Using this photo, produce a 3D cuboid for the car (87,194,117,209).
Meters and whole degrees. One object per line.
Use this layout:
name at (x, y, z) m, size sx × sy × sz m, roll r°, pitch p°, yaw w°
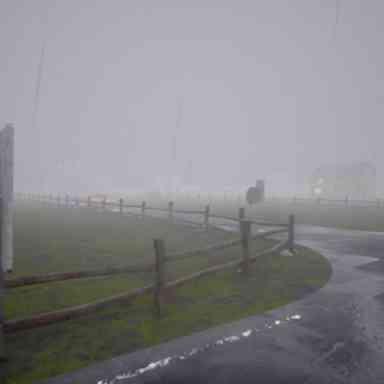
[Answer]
car at (-10.172, 0.974, 37.403) m, size 2.097 × 1.767 × 4.553 m, roll 1°, pitch 0°, yaw -36°
